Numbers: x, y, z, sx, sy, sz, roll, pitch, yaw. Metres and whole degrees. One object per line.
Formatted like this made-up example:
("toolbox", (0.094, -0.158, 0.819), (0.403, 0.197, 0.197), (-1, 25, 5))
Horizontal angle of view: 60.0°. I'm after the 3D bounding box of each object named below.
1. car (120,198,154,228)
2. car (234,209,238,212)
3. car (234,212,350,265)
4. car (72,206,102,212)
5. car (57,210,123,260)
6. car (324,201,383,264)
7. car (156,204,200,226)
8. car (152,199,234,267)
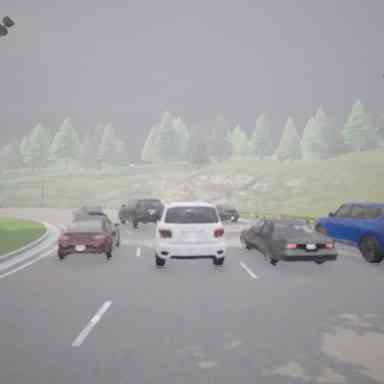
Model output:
("car", (-3.830, 1.486, 24.700), (2.150, 2.045, 5.566), (0, 0, -26))
("car", (2.117, 1.807, 28.377), (1.837, 1.490, 4.892), (0, 0, -27))
("car", (3.251, 1.679, 12.299), (2.033, 1.411, 5.357), (0, -1, -6))
("car", (-7.456, 1.762, 24.074), (1.837, 1.490, 4.892), (0, 0, -27))
("car", (-3.918, 1.665, 13.081), (1.812, 1.442, 4.674), (0, 0, -7))
("car", (6.732, 1.359, 12.622), (2.150, 2.045, 5.566), (0, 0, -6))
("car", (-1.258, 1.814, 27.289), (1.812, 1.442, 4.674), (0, 0, -27))
("car", (-0.248, 1.354, 12.104), (2.150, 2.045, 5.566), (0, 0, -6))
